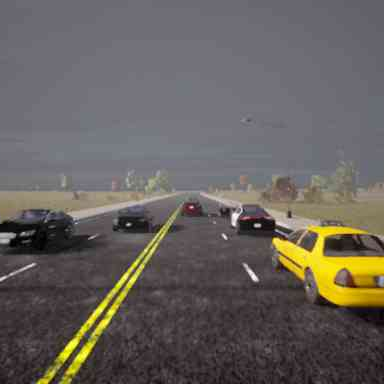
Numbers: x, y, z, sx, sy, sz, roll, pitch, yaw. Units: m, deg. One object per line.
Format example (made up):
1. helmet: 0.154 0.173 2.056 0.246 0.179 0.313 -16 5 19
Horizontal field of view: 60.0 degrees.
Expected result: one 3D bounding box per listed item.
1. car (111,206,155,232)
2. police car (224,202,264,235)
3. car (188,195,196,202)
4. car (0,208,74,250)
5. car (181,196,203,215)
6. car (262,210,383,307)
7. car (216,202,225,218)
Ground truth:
1. car: -3.353 1.529 19.591 1.994 1.385 4.181 0 0 0
2. police car: 3.248 1.472 18.857 2.038 1.542 4.974 0 0 0
3. car: -0.011 1.422 74.620 1.895 1.301 4.718 0 0 0
4. car: -6.601 1.467 14.182 2.128 1.511 4.902 0 0 0
5. car: -0.037 1.440 32.702 2.163 1.488 4.792 0 0 0
6. car: 3.250 1.443 8.046 1.801 1.575 5.366 0 0 0
7. car: 3.246 1.544 29.887 1.895 1.301 4.718 0 0 0
